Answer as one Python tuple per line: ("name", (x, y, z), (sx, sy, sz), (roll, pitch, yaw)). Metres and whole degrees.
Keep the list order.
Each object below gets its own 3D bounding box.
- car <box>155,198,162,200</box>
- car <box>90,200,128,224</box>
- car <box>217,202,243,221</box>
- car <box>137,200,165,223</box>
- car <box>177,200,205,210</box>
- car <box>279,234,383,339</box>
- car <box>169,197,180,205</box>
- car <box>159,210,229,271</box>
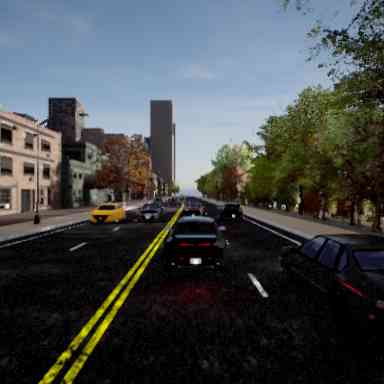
("car", (-6.766, 1.974, 67.598), (1.812, 1.442, 4.674), (0, 0, -1))
("car", (-6.598, 1.646, 26.498), (1.882, 1.535, 5.008), (0, 0, 0))
("car", (3.350, 1.691, 29.273), (1.837, 1.490, 4.892), (0, 0, 0))
("car", (-3.346, 1.667, 27.660), (2.128, 1.511, 4.902), (0, 0, 0))
("car", (0.100, 1.677, 29.151), (2.128, 1.511, 4.902), (0, 0, 0))
("car", (3.351, 1.593, 6.972), (2.033, 1.411, 5.357), (0, 0, 0))
("car", (-3.525, 1.810, 68.059), (2.097, 1.767, 4.553), (0, 0, -1))
("car", (0.100, 1.577, 11.132), (1.837, 1.490, 4.892), (0, 0, 0))
